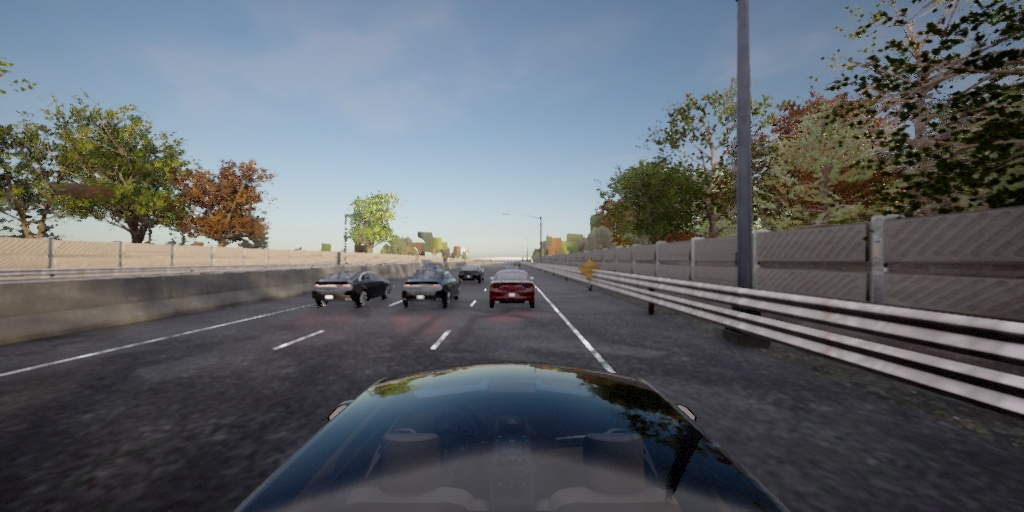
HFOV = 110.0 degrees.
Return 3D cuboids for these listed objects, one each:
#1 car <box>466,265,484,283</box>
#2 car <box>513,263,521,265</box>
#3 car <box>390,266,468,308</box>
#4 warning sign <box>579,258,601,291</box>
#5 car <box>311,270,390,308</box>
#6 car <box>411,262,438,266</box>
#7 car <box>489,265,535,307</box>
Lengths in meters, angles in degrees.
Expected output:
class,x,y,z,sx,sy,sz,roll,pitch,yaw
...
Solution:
class,x,y,z,sx,sy,sz,roll,pitch,yaw
car,-3.498,1.520,31.326,1.882,1.535,5.008,0,0,0
car,-0.002,1.585,30.845,2.033,1.411,5.357,0,-1,0
car,-3.497,1.381,16.149,2.128,1.511,4.902,0,0,0
warning sign,4.549,1.051,20.974,1.300,1.860,1.060,0,0,0
car,-6.998,1.380,16.147,2.128,1.511,4.902,0,0,0
car,-6.999,1.533,31.146,2.128,1.511,4.902,0,-1,0
car,0.004,1.368,16.339,1.882,1.535,5.008,0,0,0
